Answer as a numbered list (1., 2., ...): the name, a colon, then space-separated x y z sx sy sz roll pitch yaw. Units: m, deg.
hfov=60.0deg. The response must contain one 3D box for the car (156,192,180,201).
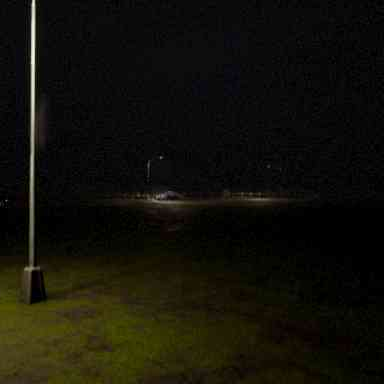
1. car: -4.206 0.707 58.449 2.097 1.767 4.553 2 2 44

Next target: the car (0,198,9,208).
1. car: -22.123 0.923 35.140 1.882 1.535 5.008 2 1 42
